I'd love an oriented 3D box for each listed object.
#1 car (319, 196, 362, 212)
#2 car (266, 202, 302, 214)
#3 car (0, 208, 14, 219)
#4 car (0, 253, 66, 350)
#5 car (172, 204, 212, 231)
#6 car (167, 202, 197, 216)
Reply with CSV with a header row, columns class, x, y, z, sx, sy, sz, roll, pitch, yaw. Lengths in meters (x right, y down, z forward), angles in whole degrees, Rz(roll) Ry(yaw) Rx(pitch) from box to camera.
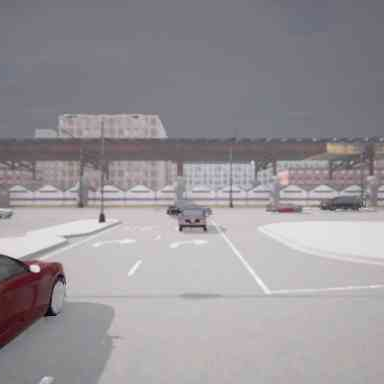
class,x,y,z,sx,sy,sz,roll,pitch,yaw
car,20.209,1.624,45.342,5.566,2.045,2.150,0,-1,-8
car,11.117,1.921,40.148,4.181,1.385,1.994,0,0,7
car,-18.956,1.797,30.702,4.674,1.442,1.812,0,-1,0
car,-3.402,1.519,4.568,1.882,1.535,5.008,0,-1,0
car,0.089,1.743,21.986,2.033,1.411,5.357,0,-1,1
car,-0.148,1.785,33.169,4.902,1.511,2.128,0,-2,-39
